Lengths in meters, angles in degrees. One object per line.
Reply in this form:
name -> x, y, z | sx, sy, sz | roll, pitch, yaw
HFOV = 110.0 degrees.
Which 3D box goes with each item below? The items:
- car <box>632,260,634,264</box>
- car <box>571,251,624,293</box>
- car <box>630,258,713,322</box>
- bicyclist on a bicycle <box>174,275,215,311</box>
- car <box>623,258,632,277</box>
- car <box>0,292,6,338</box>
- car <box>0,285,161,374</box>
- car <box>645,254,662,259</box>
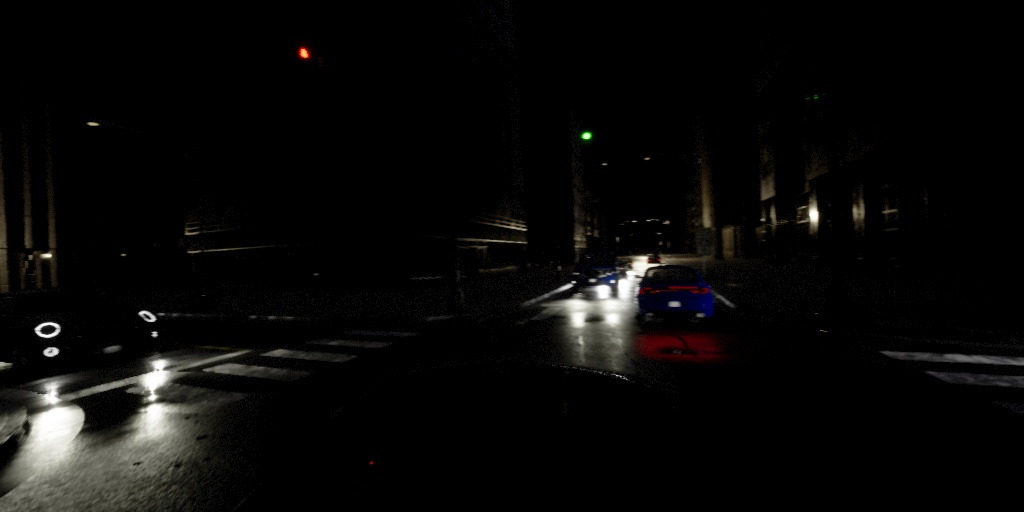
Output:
car -> 11.951, 0.823, 38.359 | 1.895, 1.301, 4.718 | -3, 0, 21
car -> 4.680, 0.763, 19.566 | 2.150, 2.045, 5.566 | -3, 0, 19
car -> 4.911, 1.006, 11.215 | 1.882, 1.535, 5.008 | -3, 0, 21
bicyclist on a bicycle -> -14.965, 1.708, 16.912 | 0.582, 1.620, 1.656 | -3, 0, 21
car -> 8.245, 0.986, 28.797 | 1.895, 1.301, 4.718 | -3, 0, 21
car -> -19.694, 2.086, 12.055 | 5.008, 1.535, 1.882 | -3, 0, 21
car -> -11.018, 1.581, 8.757 | 4.553, 1.767, 2.097 | -3, 0, 20
car -> 18.013, 0.500, 45.634 | 2.033, 1.411, 5.357 | -3, 0, 21
